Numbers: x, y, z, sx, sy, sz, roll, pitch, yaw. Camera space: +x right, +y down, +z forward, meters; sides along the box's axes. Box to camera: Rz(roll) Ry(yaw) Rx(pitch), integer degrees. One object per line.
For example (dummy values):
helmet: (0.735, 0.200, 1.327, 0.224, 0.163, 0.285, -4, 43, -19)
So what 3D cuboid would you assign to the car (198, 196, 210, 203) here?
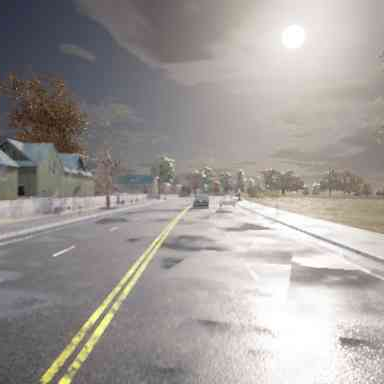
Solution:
car: (2.430, 1.460, 66.162, 2.033, 1.411, 5.357, 0, 0, 5)

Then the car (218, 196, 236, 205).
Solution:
car: (4.080, 1.026, 38.747, 1.801, 1.575, 5.366, 0, 0, 2)

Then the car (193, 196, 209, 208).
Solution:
car: (1.274, 1.281, 45.778, 2.097, 1.767, 4.553, 0, 0, 3)
